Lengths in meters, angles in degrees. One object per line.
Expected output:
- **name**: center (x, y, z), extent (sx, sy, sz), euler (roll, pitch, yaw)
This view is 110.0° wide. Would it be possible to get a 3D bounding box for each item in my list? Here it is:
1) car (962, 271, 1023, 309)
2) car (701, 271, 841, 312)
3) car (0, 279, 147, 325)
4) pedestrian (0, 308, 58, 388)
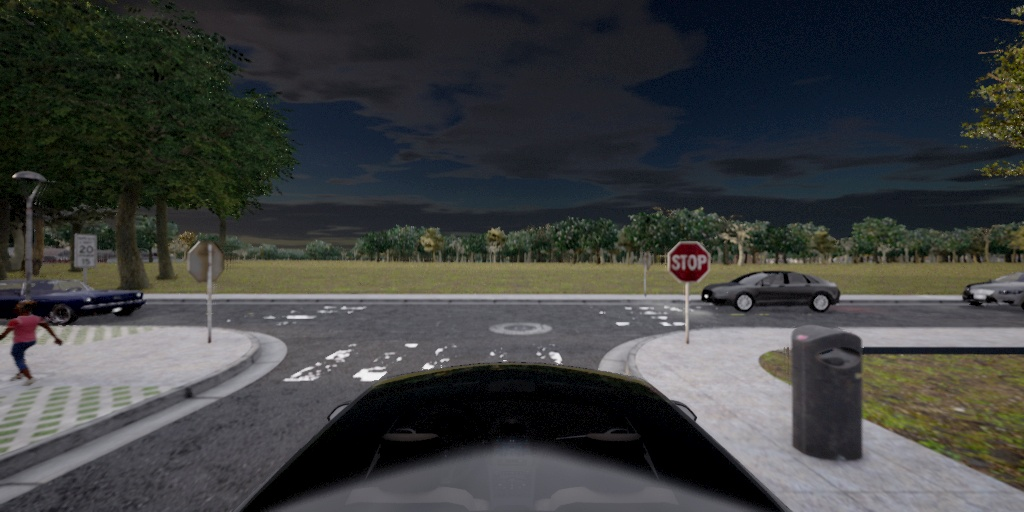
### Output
- **car**: center (21.124, 1.367, 14.303), extent (4.902, 1.511, 2.128), euler (0, 0, 0)
- **car**: center (10.190, 1.367, 14.331), extent (4.892, 1.490, 1.837), euler (0, 0, 0)
- **car**: center (-14.788, 1.403, 11.443), extent (4.718, 1.301, 1.895), euler (0, 0, 0)
- **pedestrian**: center (-7.048, 0.918, 5.196), extent (0.375, 1.860, 0.375), euler (0, 0, 0)
